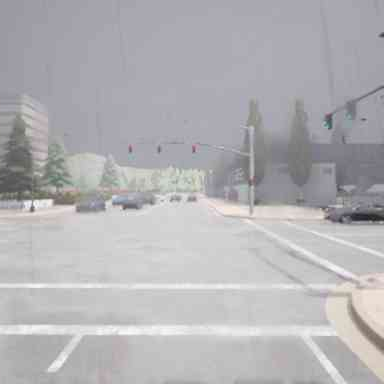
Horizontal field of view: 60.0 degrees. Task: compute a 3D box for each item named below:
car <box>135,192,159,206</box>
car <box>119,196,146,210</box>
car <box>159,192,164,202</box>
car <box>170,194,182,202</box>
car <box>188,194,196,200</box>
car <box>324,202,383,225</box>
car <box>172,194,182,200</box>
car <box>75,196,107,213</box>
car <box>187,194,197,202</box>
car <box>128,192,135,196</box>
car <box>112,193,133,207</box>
[{"bbox_3d":[-7.051,1.080,52.371,2.150,2.045,5.566,0,0,0],"label":"car"},{"bbox_3d":[-7.074,1.493,39.984,1.895,1.301,4.718,0,0,0],"label":"car"},{"bbox_3d":[-6.984,1.039,67.687,2.150,2.045,5.566,0,0,0],"label":"car"},{"bbox_3d":[-3.484,1.320,67.787,1.837,1.490,4.892,0,0,0],"label":"car"},{"bbox_3d":[0.018,1.198,78.156,1.994,1.385,4.181,0,0,0],"label":"car"},{"bbox_3d":[11.551,1.429,22.643,4.902,1.511,2.128,0,0,-1],"label":"car"},{"bbox_3d":[-3.482,1.198,78.157,1.994,1.385,4.181,0,0,0],"label":"car"},{"bbox_3d":[-10.649,1.259,35.296,2.097,1.767,4.553,0,0,2],"label":"car"},{"bbox_3d":[0.016,1.295,67.786,1.882,1.535,5.008,0,0,0],"label":"car"},{"bbox_3d":[-10.501,1.179,64.516,2.097,1.767,4.553,0,0,0],"label":"car"},{"bbox_3d":[-10.567,1.345,49.426,1.882,1.535,5.008,0,1,0],"label":"car"}]
